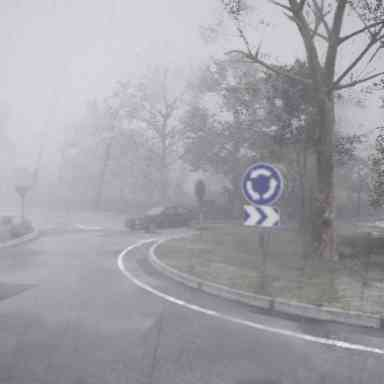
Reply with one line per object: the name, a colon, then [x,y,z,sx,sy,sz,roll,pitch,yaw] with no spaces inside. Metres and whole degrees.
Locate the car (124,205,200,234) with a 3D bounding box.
car: [-1.630,1.534,19.812,5.008,1.535,1.882,1,-1,-42]
